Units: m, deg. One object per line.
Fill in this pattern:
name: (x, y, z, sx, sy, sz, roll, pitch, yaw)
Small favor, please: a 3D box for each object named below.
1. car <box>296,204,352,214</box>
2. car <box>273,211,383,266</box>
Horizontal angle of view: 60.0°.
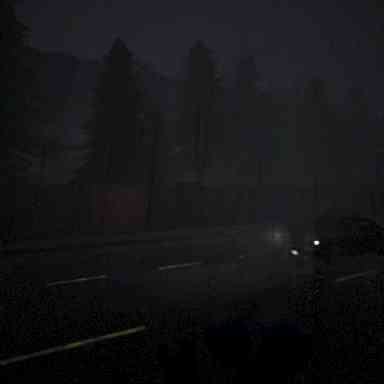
car: (6.442, 1.381, 16.520, 5.008, 1.535, 1.882, 0, 0, -33)
car: (5.002, 1.535, 11.398, 4.718, 1.301, 1.895, 0, 0, -33)
